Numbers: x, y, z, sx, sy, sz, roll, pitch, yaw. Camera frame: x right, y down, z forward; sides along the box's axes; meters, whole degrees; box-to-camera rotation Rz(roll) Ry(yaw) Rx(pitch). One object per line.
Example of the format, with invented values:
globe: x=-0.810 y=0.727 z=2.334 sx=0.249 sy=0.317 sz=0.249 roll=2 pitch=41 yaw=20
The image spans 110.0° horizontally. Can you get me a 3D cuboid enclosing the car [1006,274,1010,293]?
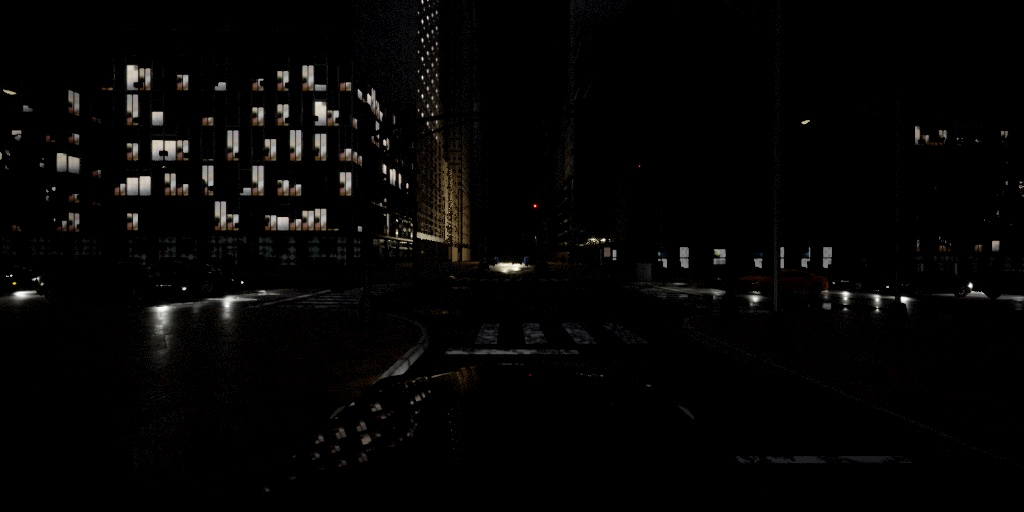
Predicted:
car: x=36.502 y=1.994 z=26.475 sx=4.181 sy=1.385 sz=1.994 roll=1 pitch=0 yaw=-2

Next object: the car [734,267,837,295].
car: x=16.729 y=1.554 z=22.295 sx=5.008 sy=1.535 sz=1.882 roll=1 pitch=0 yaw=-3

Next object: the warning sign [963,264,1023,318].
warning sign: x=17.261 y=1.204 z=12.860 sx=1.060 sy=1.860 sz=1.300 roll=0 pitch=0 yaw=-3

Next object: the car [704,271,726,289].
car: x=16.320 y=1.546 z=25.529 sx=5.008 sy=1.535 sz=1.882 roll=1 pitch=0 yaw=-3

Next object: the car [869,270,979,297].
car: x=26.129 y=1.750 z=22.743 sx=4.892 sy=1.490 sz=1.837 roll=1 pitch=0 yaw=-3

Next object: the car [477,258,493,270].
car: x=-4.087 y=1.342 z=52.129 sx=1.802 sy=1.307 sz=4.207 roll=0 pitch=0 yaw=0

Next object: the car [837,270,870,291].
car: x=25.617 y=1.740 z=25.971 sx=4.892 sy=1.490 sz=1.837 roll=1 pitch=0 yaw=-3

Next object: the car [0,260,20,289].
car: x=-24.565 y=0.888 z=16.879 sx=4.181 sy=1.385 sz=1.994 roll=1 pitch=0 yaw=-3

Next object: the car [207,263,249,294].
car: x=-15.525 y=0.995 z=17.306 sx=4.892 sy=1.490 sz=1.837 roll=1 pitch=0 yaw=-3

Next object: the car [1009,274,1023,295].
car: x=35.915 y=2.021 z=23.201 sx=4.718 sy=1.301 sz=1.895 roll=1 pitch=0 yaw=-3

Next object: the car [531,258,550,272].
car: x=3.873 y=1.329 z=46.646 sx=1.948 sy=1.339 sz=4.313 roll=0 pitch=0 yaw=0

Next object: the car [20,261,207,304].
car: x=-15.373 y=0.998 z=14.059 sx=4.892 sy=1.490 sz=1.837 roll=1 pitch=0 yaw=-3
